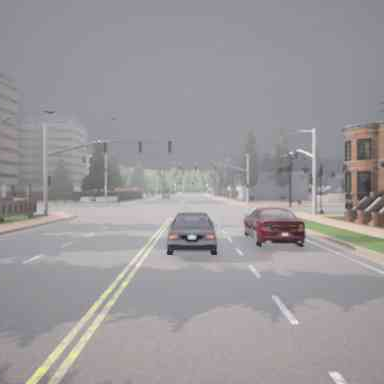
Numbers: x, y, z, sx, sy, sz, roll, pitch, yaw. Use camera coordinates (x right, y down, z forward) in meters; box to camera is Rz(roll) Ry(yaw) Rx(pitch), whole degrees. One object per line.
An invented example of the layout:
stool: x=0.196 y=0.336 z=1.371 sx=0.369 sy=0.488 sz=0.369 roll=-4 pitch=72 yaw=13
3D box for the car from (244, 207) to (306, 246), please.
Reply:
car: x=3.531 y=1.430 z=14.976 sx=1.882 sy=1.535 sz=5.008 roll=0 pitch=0 yaw=1

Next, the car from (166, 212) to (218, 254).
car: x=0.011 y=1.505 z=13.250 sx=2.033 sy=1.411 sz=5.357 roll=0 pitch=0 yaw=0

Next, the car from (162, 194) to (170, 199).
car: x=-6.996 y=1.189 z=90.625 sx=1.882 sy=1.535 sz=5.008 roll=0 pitch=0 yaw=0
